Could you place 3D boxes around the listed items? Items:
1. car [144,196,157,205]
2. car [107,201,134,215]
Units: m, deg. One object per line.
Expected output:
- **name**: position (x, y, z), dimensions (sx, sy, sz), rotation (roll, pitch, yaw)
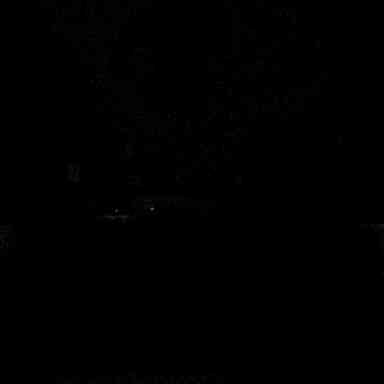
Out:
- **car**: position (-7.205, 1.401, 57.587), dimensions (2.128, 1.511, 4.902), rotation (0, 0, -1)
- **car**: position (-7.002, 1.543, 32.813), dimensions (1.994, 1.385, 4.181), rotation (0, 0, 0)
